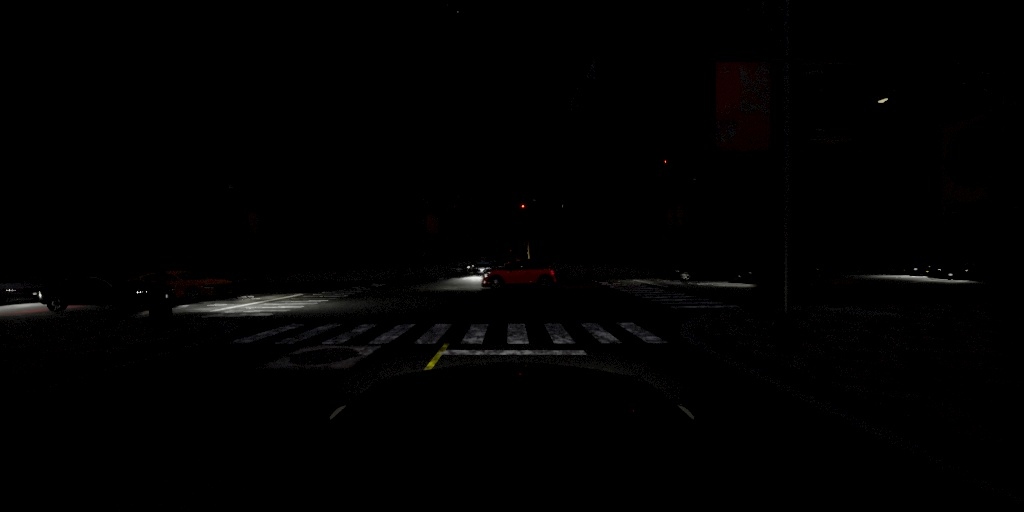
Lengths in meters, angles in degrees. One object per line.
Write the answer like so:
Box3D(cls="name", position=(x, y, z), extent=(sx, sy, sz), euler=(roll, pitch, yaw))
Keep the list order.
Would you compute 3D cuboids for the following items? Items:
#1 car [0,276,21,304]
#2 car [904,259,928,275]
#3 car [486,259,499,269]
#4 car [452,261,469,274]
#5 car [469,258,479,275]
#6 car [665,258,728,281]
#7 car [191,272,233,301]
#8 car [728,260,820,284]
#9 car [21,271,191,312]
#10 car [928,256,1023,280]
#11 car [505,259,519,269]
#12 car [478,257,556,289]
Box3D(cls="car", position=(-27.620, 1.763, 18.979), extent=(4.674, 1.442, 1.812), euler=(-1, 0, 0))
Box3D(cls="car", position=(30.989, 0.736, 25.757), extent=(4.181, 1.385, 1.994), euler=(-1, 0, 0))
Box3D(cls="car", position=(-3.191, 1.288, 58.933), extent=(1.812, 1.442, 4.674), euler=(0, 0, 0))
Box3D(cls="car", position=(-5.785, 1.306, 41.169), extent=(2.007, 1.370, 4.403), euler=(0, 0, 0))
Box3D(cls="car", position=(-3.110, 1.246, 39.137), extent=(2.128, 1.511, 4.902), euler=(0, 0, 0))
Box3D(cls="car", position=(13.644, 0.952, 25.741), extent=(5.008, 1.535, 1.882), euler=(-1, 0, 0))
Box3D(cls="car", position=(-17.646, 1.528, 18.995), extent=(5.008, 1.535, 1.882), euler=(-1, 0, 2))
Box3D(cls="car", position=(16.586, 0.952, 22.485), extent=(4.674, 1.442, 1.812), euler=(-1, 0, 0))
Box3D(cls="car", position=(-17.624, 1.547, 15.751), extent=(4.902, 1.511, 2.128), euler=(-1, 0, 2))
Box3D(cls="car", position=(30.181, 0.736, 22.506), extent=(5.357, 1.411, 2.033), euler=(-1, 0, 0))
Box3D(cls="car", position=(-0.002, 1.253, 58.012), extent=(2.128, 1.511, 4.902), euler=(0, 0, 0))
Box3D(cls="car", position=(0.410, 1.099, 22.472), extent=(4.553, 1.767, 2.097), euler=(-1, 0, 0))
